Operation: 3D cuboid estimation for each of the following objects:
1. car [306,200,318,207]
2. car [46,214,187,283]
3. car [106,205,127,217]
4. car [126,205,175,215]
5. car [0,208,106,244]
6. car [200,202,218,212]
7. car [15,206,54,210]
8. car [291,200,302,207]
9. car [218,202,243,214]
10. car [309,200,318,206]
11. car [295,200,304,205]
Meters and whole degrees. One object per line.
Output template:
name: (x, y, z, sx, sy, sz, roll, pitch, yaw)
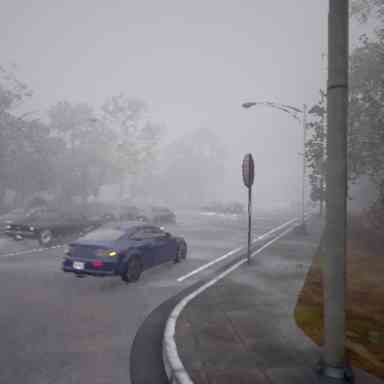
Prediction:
car: (28.203, 2.804, 78.993, 1.837, 1.490, 4.892, 1, -1, 23)
car: (-1.774, 1.614, 10.008, 1.812, 1.442, 4.674, 1, -1, 23)
car: (-5.688, 1.781, 27.598, 1.994, 1.385, 4.181, 1, -1, 23)
car: (-2.849, 1.802, 25.383, 1.994, 1.385, 4.181, 1, -1, 22)
car: (-6.685, 1.682, 16.520, 1.895, 1.301, 4.718, 1, -1, 23)
car: (2.915, 2.114, 47.237, 2.033, 1.411, 5.357, 1, -1, 24)
car: (-9.302, 1.562, 19.281, 2.128, 1.511, 4.902, 1, -1, 24)
car: (25.145, 2.826, 80.739, 1.994, 1.385, 4.181, 1, -1, 23)
car: (5.460, 2.081, 44.346, 1.837, 1.490, 4.892, 1, -1, 24)
car: (32.356, 2.816, 88.549, 1.882, 1.535, 5.008, 1, 0, 23)
car: (29.146, 2.827, 89.943, 1.812, 1.442, 4.674, 1, 0, 23)
